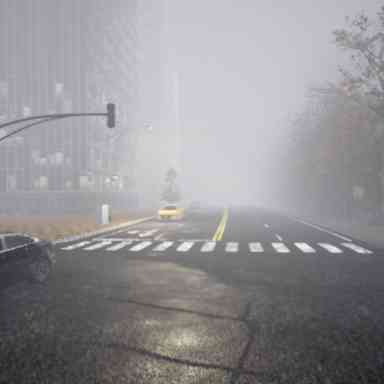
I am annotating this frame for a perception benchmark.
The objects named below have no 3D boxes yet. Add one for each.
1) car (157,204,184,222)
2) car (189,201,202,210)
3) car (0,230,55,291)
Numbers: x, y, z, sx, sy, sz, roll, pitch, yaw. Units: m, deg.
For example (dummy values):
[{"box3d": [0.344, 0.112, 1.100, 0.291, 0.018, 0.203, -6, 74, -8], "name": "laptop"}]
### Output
[{"box3d": [-1.929, 1.897, 30.982, 1.882, 1.535, 5.008, -1, 0, 7], "name": "car"}, {"box3d": [0.633, 2.193, 54.569, 2.033, 1.411, 5.357, -1, -1, 6], "name": "car"}, {"box3d": [-5.035, 1.682, 7.469, 2.128, 1.511, 4.902, -1, 0, 8], "name": "car"}]
